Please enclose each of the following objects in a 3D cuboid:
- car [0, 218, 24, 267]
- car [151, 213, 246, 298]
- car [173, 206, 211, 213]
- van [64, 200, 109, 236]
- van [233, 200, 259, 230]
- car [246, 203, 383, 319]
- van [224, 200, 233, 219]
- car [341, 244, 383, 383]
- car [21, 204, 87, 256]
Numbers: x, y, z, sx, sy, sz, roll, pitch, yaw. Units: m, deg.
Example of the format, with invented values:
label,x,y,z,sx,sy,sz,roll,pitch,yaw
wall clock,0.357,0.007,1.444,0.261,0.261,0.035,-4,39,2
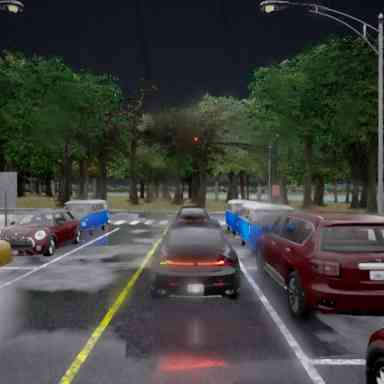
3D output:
label,x,y,z,sx,sy,sz,roll,pitch,yaw
car,-5.764,1.523,7.126,1.752,1.417,4.829,0,0,0
car,0.076,1.502,8.469,1.837,1.490,4.892,0,0,0
car,0.009,1.500,17.874,1.837,1.490,4.892,0,0,-1
van,-5.766,1.336,18.171,1.690,1.788,3.998,0,0,0
van,2.760,1.337,12.735,1.690,1.788,3.998,0,0,0
car,2.761,1.312,7.297,2.192,1.841,5.009,0,0,0
van,2.759,1.336,18.172,1.690,1.788,3.998,0,0,0
car,2.762,1.439,1.859,1.967,1.590,4.097,0,0,0
car,-5.765,1.436,12.733,1.967,1.590,4.097,0,0,0
